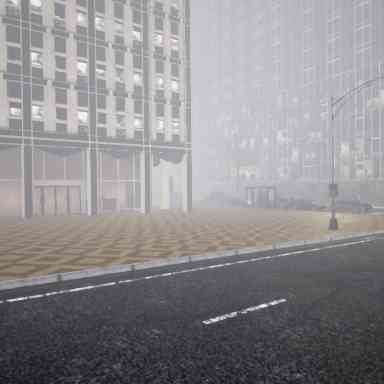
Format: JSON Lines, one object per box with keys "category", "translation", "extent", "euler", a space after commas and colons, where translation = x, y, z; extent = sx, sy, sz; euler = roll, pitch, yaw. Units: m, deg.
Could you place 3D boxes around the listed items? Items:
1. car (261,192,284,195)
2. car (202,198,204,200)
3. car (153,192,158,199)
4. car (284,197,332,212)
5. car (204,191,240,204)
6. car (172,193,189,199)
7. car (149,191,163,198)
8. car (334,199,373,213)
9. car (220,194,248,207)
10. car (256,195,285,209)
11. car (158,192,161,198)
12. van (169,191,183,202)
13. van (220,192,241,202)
{"category": "car", "translation": [10.942, 0.969, 43.920], "extent": [2.150, 2.045, 5.566], "euler": [-1, 1, -34]}
{"category": "car", "translation": [3.739, 1.040, 64.785], "extent": [1.802, 1.307, 4.206], "euler": [-1, 1, -34]}
{"category": "car", "translation": [-9.588, 1.037, 69.459], "extent": [2.008, 1.369, 4.403], "euler": [0, 1, -34]}
{"category": "car", "translation": [12.713, 1.422, 36.512], "extent": [1.947, 1.339, 4.313], "euler": [-1, 1, -34]}
{"category": "car", "translation": [4.915, 0.871, 52.780], "extent": [2.150, 2.045, 5.566], "euler": [-1, 1, -34]}
{"category": "car", "translation": [-2.663, 0.933, 74.178], "extent": [1.802, 1.307, 4.206], "euler": [0, 1, -34]}
{"category": "car", "translation": [-9.066, 0.683, 83.568], "extent": [1.967, 1.590, 4.097], "euler": [0, 1, -34]}
{"category": "car", "translation": [16.800, 1.406, 35.330], "extent": [1.994, 1.385, 4.181], "euler": [-1, 1, -34]}
{"category": "car", "translation": [6.373, 1.317, 45.949], "extent": [1.947, 1.339, 4.313], "euler": [-1, 1, -34]}
{"category": "car", "translation": [9.526, 1.386, 41.220], "extent": [1.802, 1.307, 4.206], "euler": [-1, 1, -34]}
{"category": "car", "translation": [-5.865, 0.612, 78.871], "extent": [2.192, 1.841, 5.009], "euler": [0, 1, -34]}
{"category": "van", "translation": [-3.185, 0.935, 60.064], "extent": [1.690, 1.788, 3.998], "euler": [0, 1, -34]}
{"category": "van", "translation": [6.940, 0.852, 60.086], "extent": [1.690, 1.788, 3.998], "euler": [-1, 1, -34]}
